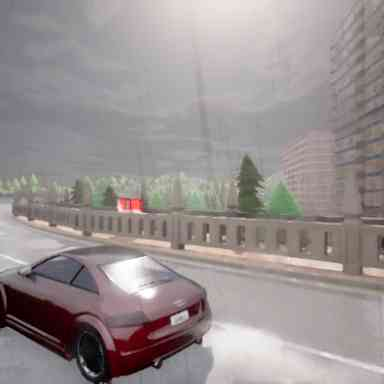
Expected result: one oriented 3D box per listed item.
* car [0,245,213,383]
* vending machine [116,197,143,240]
[{"bbox_3d":[-1.723,1.604,5.551,4.181,1.385,1.994,0,0,39],"label":"car"},{"bbox_3d":[-3.235,1.315,17.209,1.100,2.100,0.880,0,-1,-45],"label":"vending machine"}]
